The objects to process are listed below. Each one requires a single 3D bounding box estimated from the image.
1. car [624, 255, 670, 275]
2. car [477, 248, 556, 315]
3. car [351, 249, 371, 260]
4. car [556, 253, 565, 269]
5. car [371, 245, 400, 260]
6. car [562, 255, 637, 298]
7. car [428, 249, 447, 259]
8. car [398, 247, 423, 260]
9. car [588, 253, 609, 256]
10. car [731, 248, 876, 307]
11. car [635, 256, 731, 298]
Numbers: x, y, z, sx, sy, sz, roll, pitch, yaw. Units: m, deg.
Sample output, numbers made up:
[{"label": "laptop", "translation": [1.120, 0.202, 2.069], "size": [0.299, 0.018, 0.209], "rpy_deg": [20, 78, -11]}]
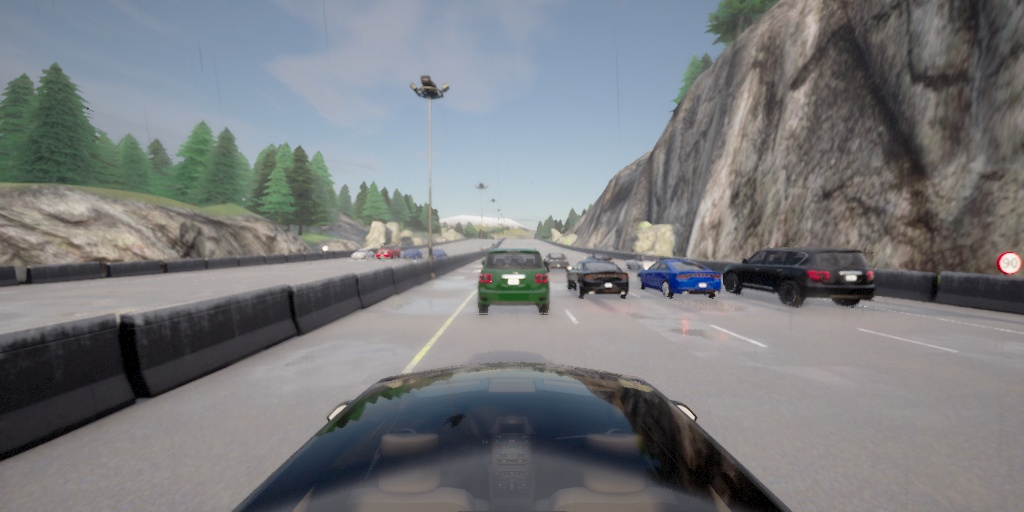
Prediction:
[{"label": "car", "translation": [10.602, 0.640, 28.563], "size": [1.895, 1.301, 4.718], "rpy_deg": [0, 2, 1]}, {"label": "car", "translation": [0.069, 0.724, 12.487], "size": [2.150, 2.045, 5.566], "rpy_deg": [0, 2, 1]}, {"label": "car", "translation": [-20.994, -0.233, 50.659], "size": [1.812, 1.442, 4.674], "rpy_deg": [0, 2, 0]}, {"label": "car", "translation": [3.613, 0.484, 30.014], "size": [2.128, 1.511, 4.902], "rpy_deg": [0, 2, 0]}, {"label": "car", "translation": [-17.497, -0.552, 51.105], "size": [2.150, 2.045, 5.566], "rpy_deg": [0, 2, 0]}, {"label": "car", "translation": [3.594, 0.895, 15.757], "size": [1.882, 1.535, 5.008], "rpy_deg": [0, 1, 0]}, {"label": "car", "translation": [-10.504, -0.277, 50.597], "size": [1.882, 1.535, 5.008], "rpy_deg": [0, 2, 0]}, {"label": "car", "translation": [-14.003, -0.278, 50.608], "size": [1.882, 1.535, 5.008], "rpy_deg": [0, 2, 0]}, {"label": "car", "translation": [7.112, 0.485, 30.012], "size": [2.128, 1.511, 4.902], "rpy_deg": [0, 2, 0]}, {"label": "car", "translation": [10.581, 0.692, 13.840], "size": [2.150, 2.045, 5.566], "rpy_deg": [0, 2, 1]}, {"label": "car", "translation": [7.094, 0.896, 15.771], "size": [1.882, 1.535, 5.008], "rpy_deg": [0, 1, 0]}]
